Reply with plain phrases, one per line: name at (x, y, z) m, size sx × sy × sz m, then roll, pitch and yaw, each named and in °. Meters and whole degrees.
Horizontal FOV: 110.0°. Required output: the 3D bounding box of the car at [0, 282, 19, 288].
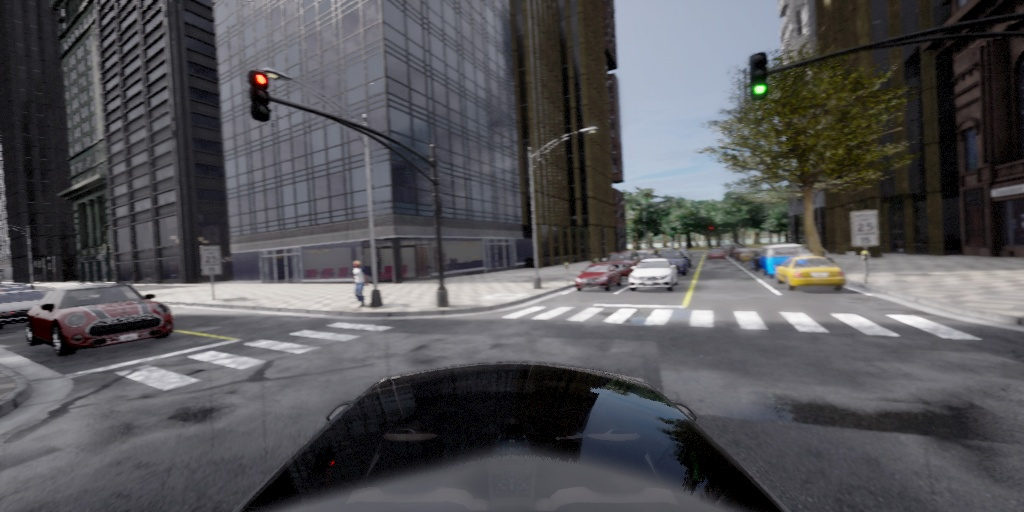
car at (-30.628, 2.529, 20.613) m, size 4.902 × 1.511 × 2.128 m, roll -2°, pitch 1°, yaw 29°

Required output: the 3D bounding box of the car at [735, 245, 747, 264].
car at (23.137, -0.065, 34.831) m, size 1.751 × 1.417 × 4.829 m, roll 0°, pitch 0°, yaw 29°

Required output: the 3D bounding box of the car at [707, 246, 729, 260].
car at (25.958, -0.224, 45.583) m, size 1.994 × 1.385 × 4.181 m, roll -3°, pitch 0°, yaw 29°

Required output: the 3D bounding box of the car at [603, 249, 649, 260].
car at (7.405, 0.607, 23.837) m, size 2.192 × 1.841 × 5.009 m, roll 0°, pitch 0°, yaw 29°

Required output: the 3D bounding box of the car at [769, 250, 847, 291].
car at (12.228, 0.585, 14.913) m, size 1.751 × 1.417 × 4.829 m, roll 0°, pitch 0°, yaw 29°

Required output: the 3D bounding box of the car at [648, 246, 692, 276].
car at (11.345, 0.425, 25.573) m, size 2.097 × 1.767 × 4.553 m, roll -3°, pitch 0°, yaw 29°

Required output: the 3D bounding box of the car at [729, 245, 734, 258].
car at (28.508, -0.372, 44.640) m, size 2.007 × 1.370 × 4.403 m, roll 0°, pitch 0°, yaw 29°

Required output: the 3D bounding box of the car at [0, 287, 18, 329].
car at (-21.017, 2.186, 15.351) m, size 5.357 × 1.411 × 2.033 m, roll -2°, pitch 1°, yaw 29°

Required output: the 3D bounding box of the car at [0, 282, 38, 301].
car at (-44.009, 3.058, 31.566) m, size 5.357 × 1.411 × 2.033 m, roll -2°, pitch 1°, yaw 29°

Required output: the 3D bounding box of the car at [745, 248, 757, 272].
car at (17.601, 0.304, 24.723) m, size 1.948 × 1.339 × 4.313 m, roll 0°, pitch 0°, yaw 29°

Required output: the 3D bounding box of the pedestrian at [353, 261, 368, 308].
pedestrian at (-5.853, 1.033, 13.804) m, size 0.375 × 1.860 × 0.375 m, roll -3°, pitch 0°, yaw 29°

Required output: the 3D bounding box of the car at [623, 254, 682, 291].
car at (7.091, 0.849, 17.787) m, size 1.812 × 1.442 × 4.674 m, roll -3°, pitch 0°, yaw 29°

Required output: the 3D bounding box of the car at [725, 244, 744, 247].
car at (31.235, -0.775, 49.619) m, size 2.192 × 1.841 × 5.009 m, roll 0°, pitch 0°, yaw 29°

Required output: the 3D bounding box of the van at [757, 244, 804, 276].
van at (14.873, 0.240, 19.744) m, size 1.690 × 1.789 × 3.998 m, roll 0°, pitch 0°, yaw 29°

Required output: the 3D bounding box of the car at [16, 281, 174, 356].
car at (-11.975, 1.609, 10.401) m, size 4.553 × 1.767 × 2.097 m, roll -2°, pitch 1°, yaw 29°

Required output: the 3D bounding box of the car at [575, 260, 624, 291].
car at (4.678, 1.034, 18.857) m, size 1.802 × 1.307 × 4.207 m, roll 0°, pitch 0°, yaw 29°

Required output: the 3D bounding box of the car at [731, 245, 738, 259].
car at (25.782, -0.211, 39.661) m, size 1.888 × 1.381 × 4.507 m, roll 0°, pitch 0°, yaw 29°
